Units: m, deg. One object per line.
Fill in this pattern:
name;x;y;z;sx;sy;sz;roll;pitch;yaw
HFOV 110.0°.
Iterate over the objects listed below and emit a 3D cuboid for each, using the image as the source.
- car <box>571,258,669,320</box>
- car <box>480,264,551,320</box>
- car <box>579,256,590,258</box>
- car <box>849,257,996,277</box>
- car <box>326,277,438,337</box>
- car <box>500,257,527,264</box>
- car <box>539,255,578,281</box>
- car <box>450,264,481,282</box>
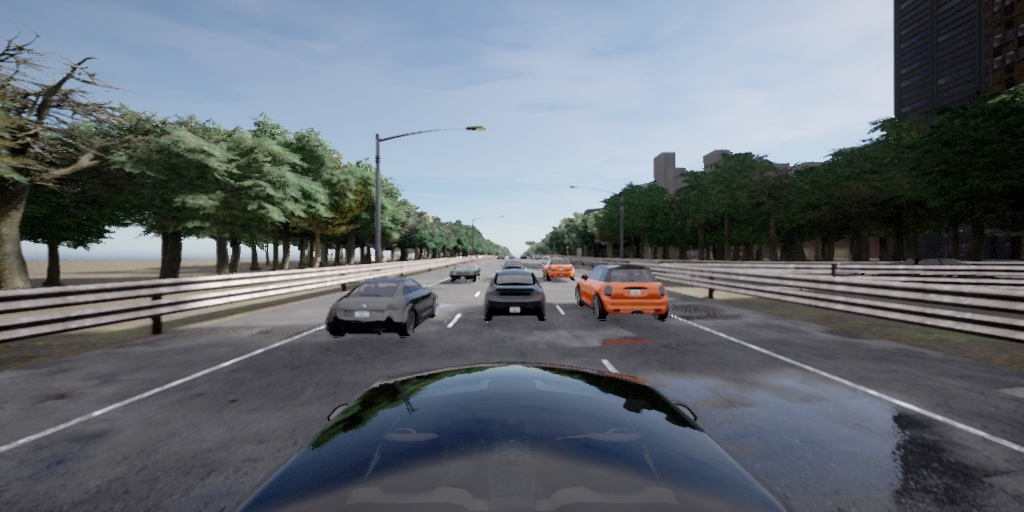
car;3.592;1.065;12.514;2.097;1.767;4.553;0;0;0
car;0.092;1.220;12.432;1.837;1.490;4.892;0;1;0
car;9.239;0.786;47.575;2.128;1.511;4.902;0;1;-12
car;20.294;0.796;18.089;1.837;1.490;4.892;0;-1;-30
car;-3.414;1.287;10.189;1.994;1.385;4.181;0;0;0
car;0.099;1.108;28.891;1.837;1.490;4.892;0;1;0
car;3.597;0.959;28.510;2.097;1.767;4.553;0;1;0
car;-3.401;1.220;27.148;1.895;1.301;4.718;0;0;0
